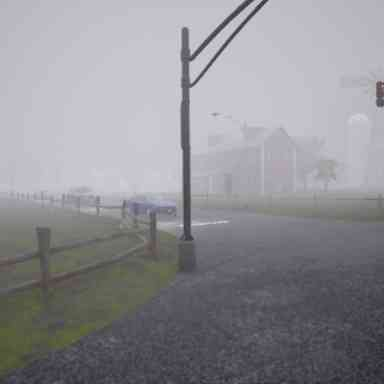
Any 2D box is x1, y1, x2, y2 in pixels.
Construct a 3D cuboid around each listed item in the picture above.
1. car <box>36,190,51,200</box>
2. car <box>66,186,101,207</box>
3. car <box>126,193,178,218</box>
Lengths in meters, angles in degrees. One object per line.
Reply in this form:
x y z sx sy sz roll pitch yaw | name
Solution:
-22.714 0.462 50.678 1.837 1.490 4.892 -1 1 -36 | car
-11.410 0.399 34.704 2.150 2.045 5.566 -1 2 -36 | car
-2.836 0.860 22.723 1.882 1.535 5.008 -1 1 -36 | car
